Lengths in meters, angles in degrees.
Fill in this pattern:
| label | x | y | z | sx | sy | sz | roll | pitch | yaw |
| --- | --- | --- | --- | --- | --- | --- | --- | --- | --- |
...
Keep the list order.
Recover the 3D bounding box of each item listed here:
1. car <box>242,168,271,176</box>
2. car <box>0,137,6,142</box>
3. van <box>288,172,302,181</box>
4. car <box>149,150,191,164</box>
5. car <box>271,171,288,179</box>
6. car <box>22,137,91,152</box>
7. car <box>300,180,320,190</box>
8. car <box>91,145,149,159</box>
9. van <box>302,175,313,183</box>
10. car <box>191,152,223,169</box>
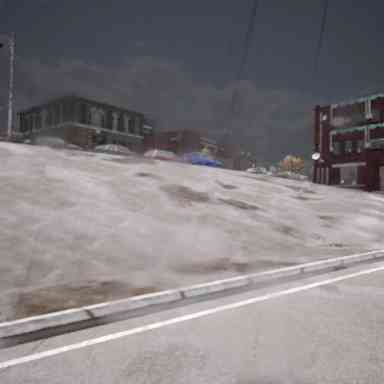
| label | x | y | z | sx | sy | sz | roll | pitch | yaw |
| --- | --- | --- | --- | --- | --- | --- | --- | --- | --- |
| car | 8.527 | -2.511 | 45.829 | 2.002 | 1.452 | 4.674 | 1 | -2 | 41 |
| car | -14.796 | -3.659 | 22.216 | 4.792 | 1.488 | 2.163 | 2 | -1 | -41 |
| van | 15.751 | -2.229 | 54.406 | 1.878 | 1.987 | 4.442 | 1 | -2 | 40 |
| car | -2.782 | -3.328 | 33.630 | 4.553 | 1.767 | 2.185 | 3 | -1 | -45 |
| car | 12.124 | -2.252 | 50.037 | 2.002 | 1.452 | 4.674 | 1 | -2 | 40 |
| car | -10.714 | -3.493 | 25.927 | 4.674 | 1.452 | 2.002 | 2 | -1 | -42 |
| car | 22.456 | -1.362 | 63.085 | 2.163 | 1.488 | 4.792 | 1 | -3 | 37 |
| car | -6.782 | -3.379 | 29.659 | 4.892 | 1.521 | 2.231 | 2 | -1 | -43 |
| van | 19.172 | -1.928 | 58.751 | 1.878 | 1.987 | 4.442 | 1 | -3 | 38 |
| car | 1.128 | -3.256 | 37.655 | 2.435 | 2.045 | 5.566 | 1 | -2 | 44 |
